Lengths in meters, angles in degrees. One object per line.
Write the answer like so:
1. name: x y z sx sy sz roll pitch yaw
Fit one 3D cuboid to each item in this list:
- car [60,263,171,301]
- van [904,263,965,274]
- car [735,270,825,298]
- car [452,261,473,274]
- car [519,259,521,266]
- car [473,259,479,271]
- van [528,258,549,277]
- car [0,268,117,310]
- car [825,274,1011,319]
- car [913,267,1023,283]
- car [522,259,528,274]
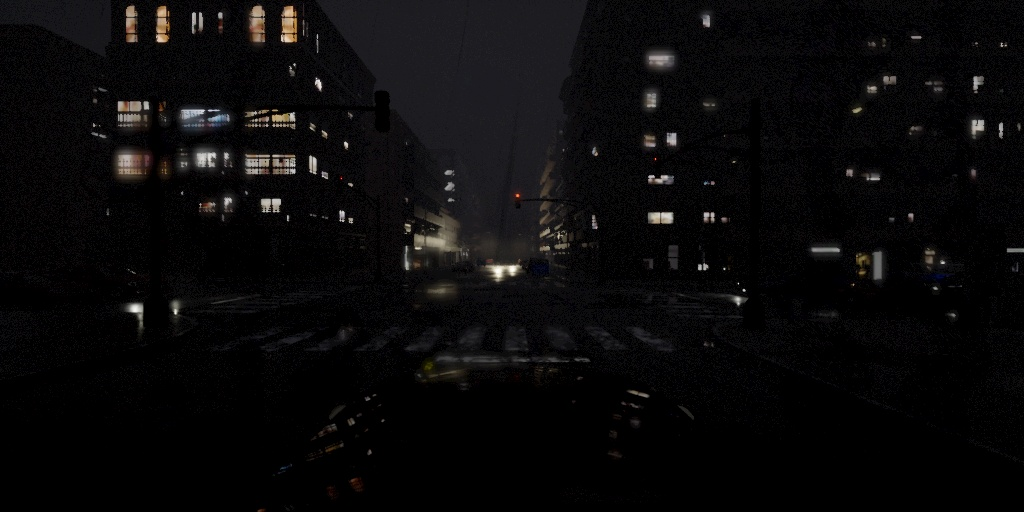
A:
1. car: -18.007 1.086 15.794 5.008 1.535 1.882 1 0 0
2. van: 26.070 1.343 21.558 3.998 1.789 1.690 0 0 0
3. car: 14.955 1.453 18.987 5.357 1.411 2.033 1 0 0
4. car: -5.888 1.358 41.490 1.802 1.307 4.207 0 0 0
5. car: 2.615 1.252 58.012 1.967 1.591 4.097 0 0 0
6. car: -5.896 1.352 47.012 1.948 1.339 4.313 0 0 0
7. van: 2.774 1.109 35.954 1.690 1.789 3.998 0 0 0
8. car: -17.756 1.215 13.212 4.207 1.307 1.802 0 0 0
9. car: 14.696 1.498 13.194 4.507 1.381 1.888 0 0 0
10. car: 24.865 1.516 18.981 4.892 1.490 1.837 1 0 0
11. car: 2.678 1.091 41.451 2.192 1.841 5.009 0 0 0
